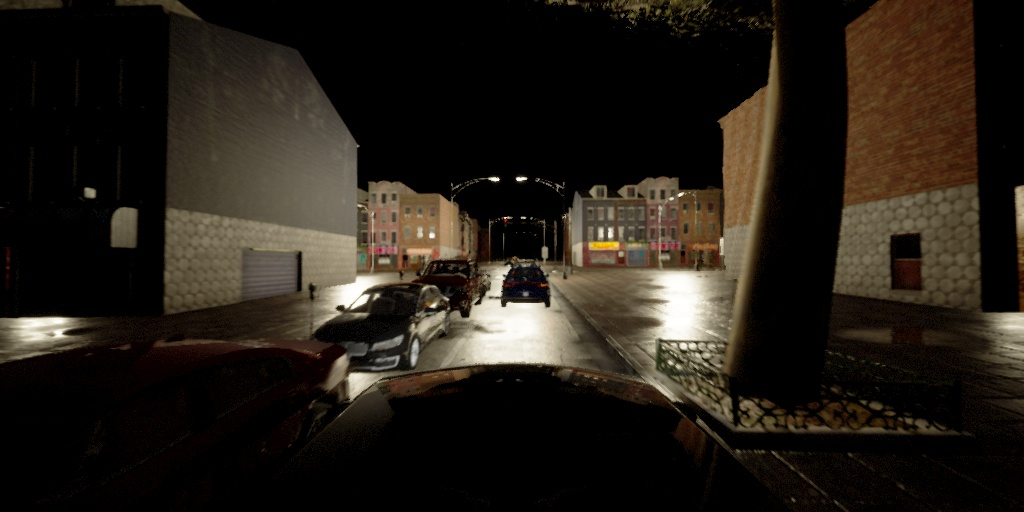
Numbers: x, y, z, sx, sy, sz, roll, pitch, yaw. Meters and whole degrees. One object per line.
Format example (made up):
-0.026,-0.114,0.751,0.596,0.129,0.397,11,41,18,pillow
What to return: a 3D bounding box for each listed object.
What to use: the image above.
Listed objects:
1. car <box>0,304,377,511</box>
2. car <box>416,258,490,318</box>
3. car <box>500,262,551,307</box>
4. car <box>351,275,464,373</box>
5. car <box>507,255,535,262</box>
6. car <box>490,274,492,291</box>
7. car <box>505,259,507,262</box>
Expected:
-2.655,1.297,2.037,1.888,1.381,4.507,0,0,2,car
-2.235,1.023,13.098,2.192,1.841,5.009,0,0,2,car
0.578,1.175,15.080,1.882,1.535,5.008,0,0,2,car
-2.445,1.280,7.568,2.007,1.370,4.403,0,0,2,car
0.963,1.012,25.426,2.097,1.767,4.553,0,0,2,car
-2.025,1.238,18.629,2.007,1.370,4.403,0,0,2,car
-0.374,1.110,62.087,1.948,1.339,4.313,0,0,2,car
